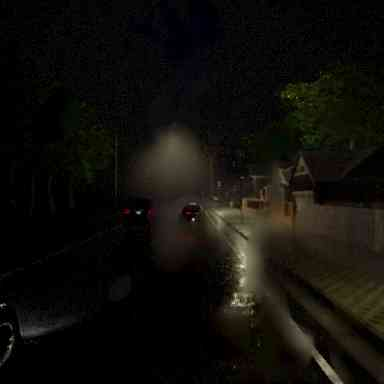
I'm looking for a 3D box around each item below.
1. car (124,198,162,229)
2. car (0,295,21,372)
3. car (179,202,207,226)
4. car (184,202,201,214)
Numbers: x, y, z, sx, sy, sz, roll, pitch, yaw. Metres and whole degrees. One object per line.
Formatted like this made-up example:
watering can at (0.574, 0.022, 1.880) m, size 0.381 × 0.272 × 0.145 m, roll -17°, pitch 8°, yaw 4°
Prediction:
car at (-3.403, 1.450, 23.874) m, size 2.150 × 2.045 × 5.566 m, roll 0°, pitch 0°, yaw 0°
car at (-3.399, 1.595, 3.000) m, size 1.994 × 1.385 × 4.181 m, roll 0°, pitch -1°, yaw 0°
car at (0.095, 1.750, 26.004) m, size 1.837 × 1.490 × 4.892 m, roll 0°, pitch -1°, yaw 0°
car at (0.091, 1.946, 41.996) m, size 1.994 × 1.385 × 4.181 m, roll 0°, pitch -1°, yaw 0°
